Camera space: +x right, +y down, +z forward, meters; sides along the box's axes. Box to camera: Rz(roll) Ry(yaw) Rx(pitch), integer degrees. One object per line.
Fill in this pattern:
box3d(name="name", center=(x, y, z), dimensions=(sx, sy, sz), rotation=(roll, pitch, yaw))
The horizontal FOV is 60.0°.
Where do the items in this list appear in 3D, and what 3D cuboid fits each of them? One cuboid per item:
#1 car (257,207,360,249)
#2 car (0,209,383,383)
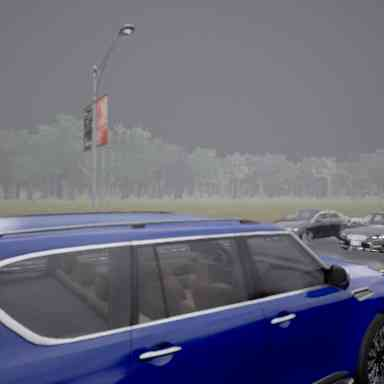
box3d(name="car", center=(5.573, 1.567, 15.655), dimensions=(4.902, 1.511, 2.128), rotation=(0, 0, -36))
box3d(name="car", center=(0.051, 1.232, 3.478), dimensions=(5.566, 2.045, 2.150), rotation=(0, 0, -36))
